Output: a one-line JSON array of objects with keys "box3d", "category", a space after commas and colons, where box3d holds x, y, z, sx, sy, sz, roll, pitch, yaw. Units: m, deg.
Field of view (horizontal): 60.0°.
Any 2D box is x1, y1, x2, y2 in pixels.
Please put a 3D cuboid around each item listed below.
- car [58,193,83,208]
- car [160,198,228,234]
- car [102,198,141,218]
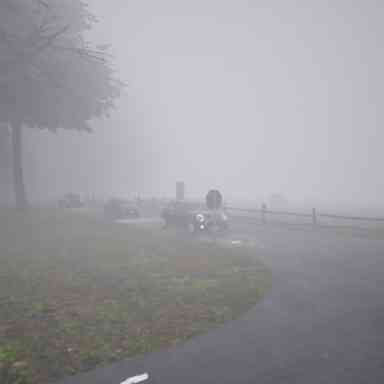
[{"box3d": [-14.917, 0.990, 40.842, 2.097, 1.767, 4.553, 0, 1, -34], "category": "car"}, {"box3d": [0.036, 1.295, 19.020, 2.097, 1.767, 4.553, 0, 1, -34], "category": "car"}, {"box3d": [-5.975, 1.313, 27.789, 1.837, 1.490, 4.892, 0, 1, -35], "category": "car"}]
